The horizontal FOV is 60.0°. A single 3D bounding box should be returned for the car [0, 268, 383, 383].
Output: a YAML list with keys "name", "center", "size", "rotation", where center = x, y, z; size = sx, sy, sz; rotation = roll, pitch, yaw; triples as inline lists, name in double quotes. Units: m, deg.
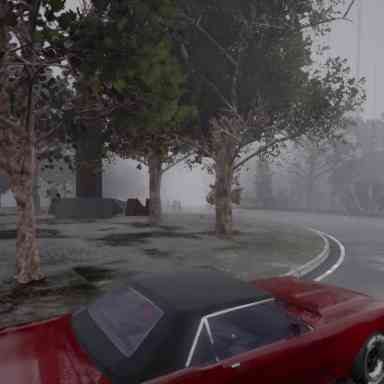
- name: "car"
  center: [0.329, 1.603, 3.770]
  size: [4.718, 1.301, 1.895]
  rotation: [0, 0, -31]

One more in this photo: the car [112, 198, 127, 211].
- name: "car"
  center: [-9.590, 1.488, 38.976]
  size: [5.008, 1.535, 1.882]
  rotation: [0, 0, 4]
